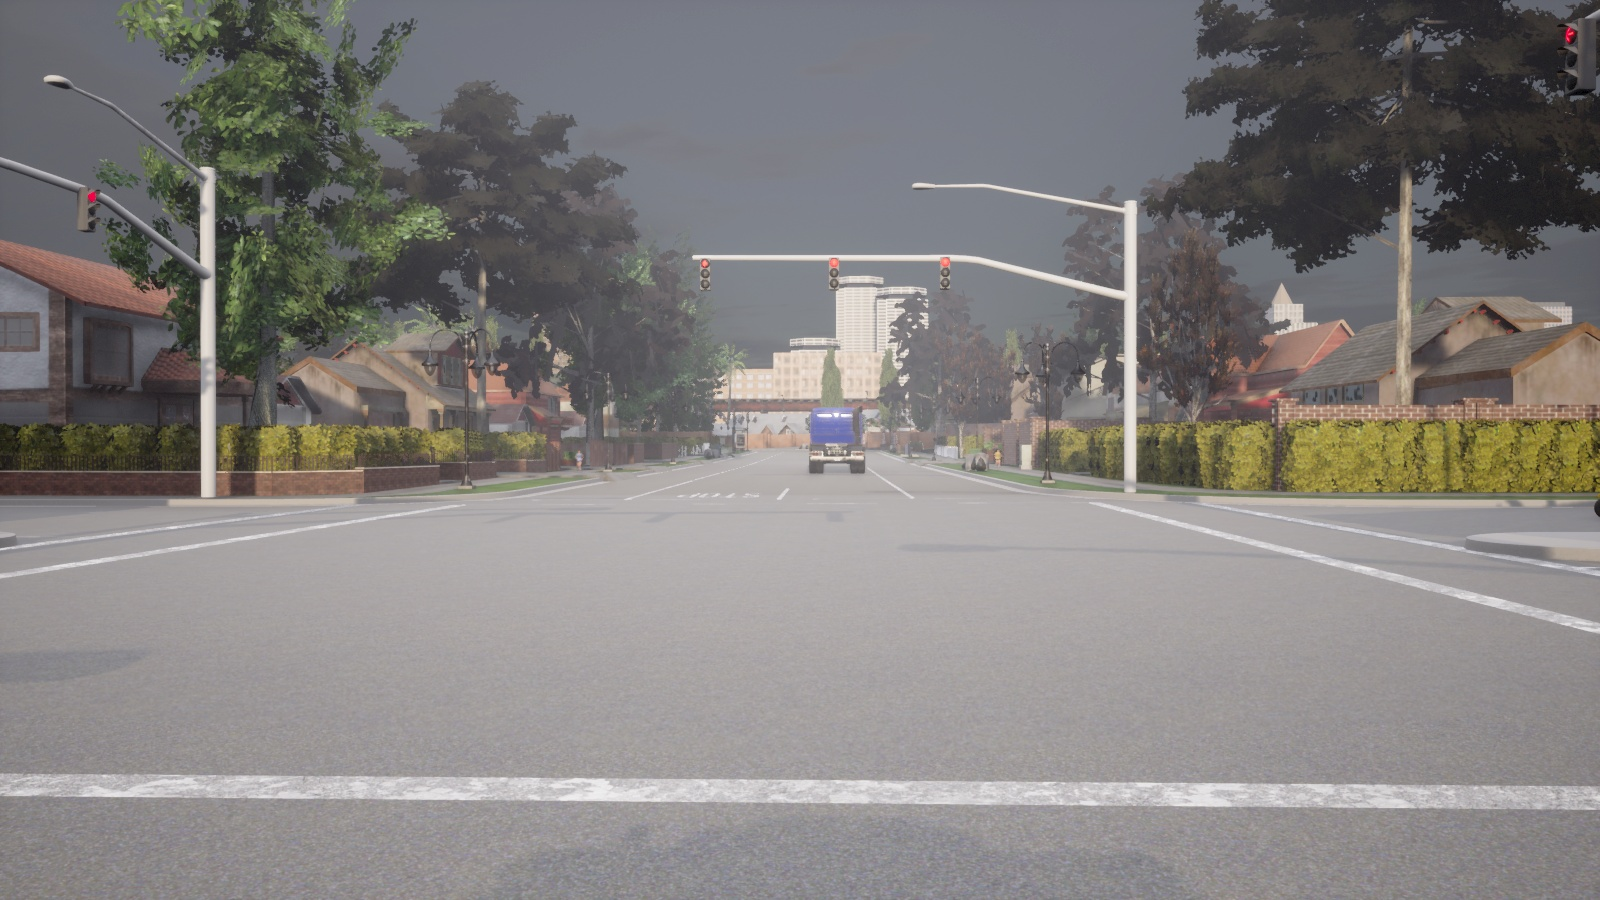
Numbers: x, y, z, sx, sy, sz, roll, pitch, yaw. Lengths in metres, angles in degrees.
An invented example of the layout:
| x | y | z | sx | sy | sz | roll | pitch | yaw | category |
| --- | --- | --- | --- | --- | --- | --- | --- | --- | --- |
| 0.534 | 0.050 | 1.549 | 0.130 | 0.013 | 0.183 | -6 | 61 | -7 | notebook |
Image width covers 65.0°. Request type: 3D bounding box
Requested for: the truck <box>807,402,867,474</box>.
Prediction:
| x | y | z | sx | sy | sz | roll | pitch | yaw | category |
| --- | --- | --- | --- | --- | --- | --- | --- | --- | --- |
| 1.889 | -0.600 | 64.829 | 2.891 | 3.462 | 7.936 | 0 | 0 | 1 | truck |

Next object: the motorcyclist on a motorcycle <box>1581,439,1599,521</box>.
| x | y | z | sx | sy | sz | roll | pitch | yaw | category |
| --- | --- | --- | --- | --- | --- | --- | --- | --- | --- |
| 16.364 | 0.575 | 24.398 | 1.817 | 1.590 | 0.866 | 0 | 0 | 1 | motorcyclist on a motorcycle |
